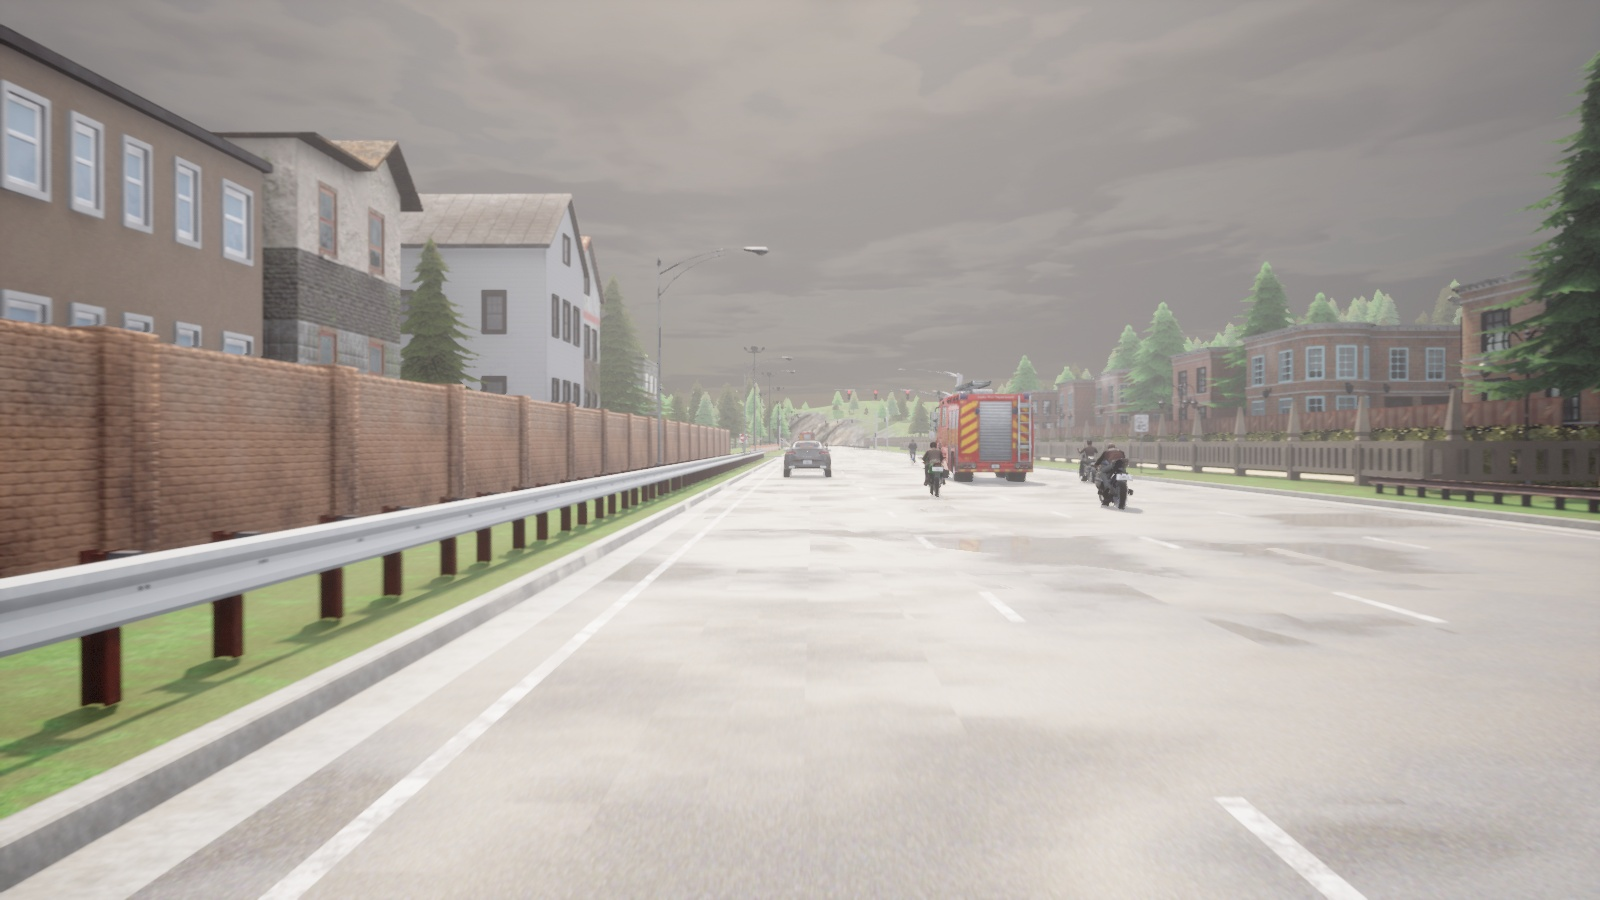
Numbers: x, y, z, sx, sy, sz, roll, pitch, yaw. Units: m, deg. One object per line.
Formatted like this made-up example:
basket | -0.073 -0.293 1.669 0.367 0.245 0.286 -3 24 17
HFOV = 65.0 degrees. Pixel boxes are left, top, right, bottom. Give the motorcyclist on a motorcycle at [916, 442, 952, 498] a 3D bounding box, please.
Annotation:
motorcyclist on a motorcycle | 3.713 0.536 34.847 0.797 1.523 2.044 0 0 0

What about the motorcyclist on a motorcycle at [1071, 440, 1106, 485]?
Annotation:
motorcyclist on a motorcycle | 10.783 0.442 46.995 0.766 1.649 2.350 0 0 0

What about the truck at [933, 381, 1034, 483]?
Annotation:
truck | 7.307 -0.699 51.120 2.891 3.827 8.468 0 0 0

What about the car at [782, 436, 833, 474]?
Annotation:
car | 0.337 0.208 56.566 2.152 1.651 5.027 0 0 0

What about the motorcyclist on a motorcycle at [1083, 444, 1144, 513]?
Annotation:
motorcyclist on a motorcycle | 7.179 0.625 28.882 0.866 1.530 2.191 0 0 0
